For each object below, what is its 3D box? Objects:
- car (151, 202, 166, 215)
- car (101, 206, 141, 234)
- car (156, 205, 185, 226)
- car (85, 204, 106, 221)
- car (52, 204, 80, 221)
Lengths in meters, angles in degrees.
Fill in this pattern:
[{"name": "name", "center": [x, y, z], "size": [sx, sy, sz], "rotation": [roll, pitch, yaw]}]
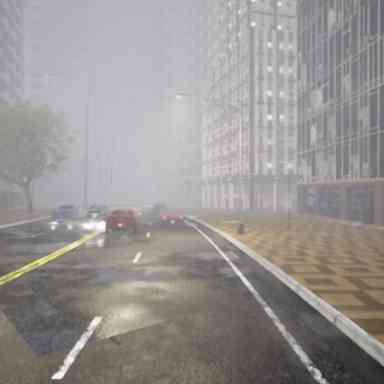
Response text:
[{"name": "car", "center": [-4.145, 2.058, 42.406], "size": [1.882, 1.535, 5.008], "rotation": [0, 0, -11]}, {"name": "car", "center": [-4.360, 1.781, 21.522], "size": [1.882, 1.535, 5.008], "rotation": [0, -1, -6]}, {"name": "car", "center": [-1.671, 1.966, 26.773], "size": [1.895, 1.301, 4.718], "rotation": [0, -1, -7]}, {"name": "car", "center": [-9.145, 1.962, 32.444], "size": [2.128, 1.511, 4.902], "rotation": [0, -1, -8]}, {"name": "car", "center": [-12.566, 1.976, 33.449], "size": [1.882, 1.535, 5.008], "rotation": [0, -1, -8]}]
